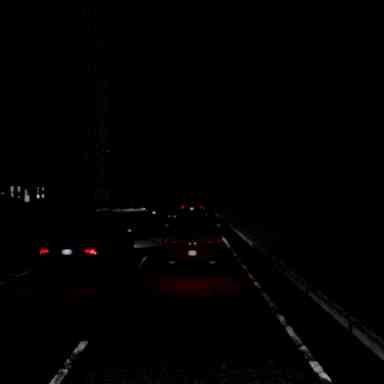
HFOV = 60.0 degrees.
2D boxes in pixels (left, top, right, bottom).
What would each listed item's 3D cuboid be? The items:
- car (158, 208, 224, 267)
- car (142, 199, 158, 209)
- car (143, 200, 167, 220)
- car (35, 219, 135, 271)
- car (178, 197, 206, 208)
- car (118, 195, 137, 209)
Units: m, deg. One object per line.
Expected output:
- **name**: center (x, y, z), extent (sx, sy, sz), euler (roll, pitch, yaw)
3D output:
- **car**: center (0.026, 1.552, 11.765), extent (1.882, 1.535, 5.008), euler (0, 0, 0)
- **car**: center (-6.682, 1.899, 53.370), extent (1.994, 1.385, 4.181), euler (0, 0, 0)
- **car**: center (-3.240, 1.755, 30.481), extent (1.994, 1.385, 4.181), euler (0, 0, 0)
- **car**: center (-3.228, 1.618, 11.131), extent (2.033, 1.411, 5.357), euler (0, 0, 0)
- **car**: center (0.006, 1.404, 28.678), extent (2.150, 2.045, 5.566), euler (0, 0, 0)
- **car**: center (-9.934, 1.548, 51.956), extent (2.150, 2.045, 5.566), euler (0, 0, 0)
